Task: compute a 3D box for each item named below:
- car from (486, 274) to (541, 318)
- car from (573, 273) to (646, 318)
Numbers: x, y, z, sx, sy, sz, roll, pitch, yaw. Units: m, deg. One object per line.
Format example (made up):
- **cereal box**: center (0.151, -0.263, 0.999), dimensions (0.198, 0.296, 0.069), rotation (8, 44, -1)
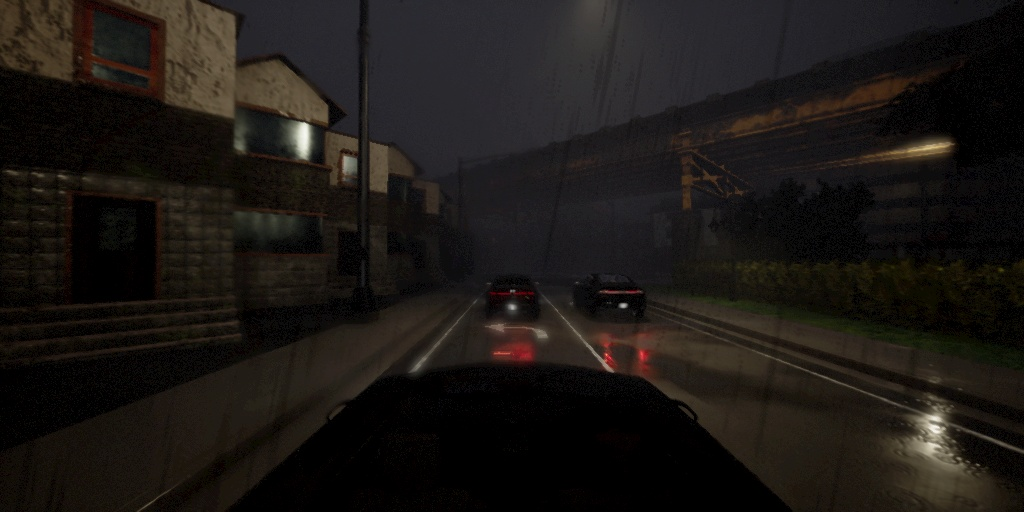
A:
- **car**: center (0.041, 1.406, 13.764), dimensions (1.837, 1.490, 4.892), rotation (0, -1, 1)
- **car**: center (3.541, 1.392, 13.761), dimensions (2.128, 1.511, 4.902), rotation (0, -1, 1)
